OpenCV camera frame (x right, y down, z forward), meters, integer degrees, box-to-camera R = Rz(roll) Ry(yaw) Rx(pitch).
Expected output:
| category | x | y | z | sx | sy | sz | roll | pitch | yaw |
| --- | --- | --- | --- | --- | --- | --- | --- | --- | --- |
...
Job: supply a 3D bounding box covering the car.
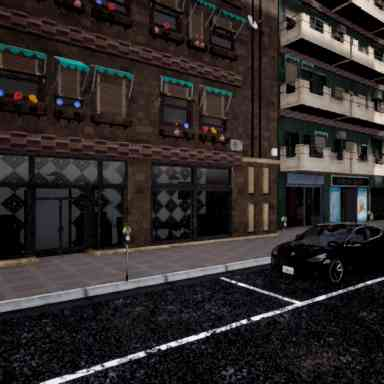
| category | x | y | z | sx | sy | sz | roll | pitch | yaw |
| --- | --- | --- | --- | --- | --- | --- | --- | --- | --- |
| car | 4.160 | 1.566 | 9.530 | 4.313 | 1.339 | 1.947 | 0 | 0 | -36 |
